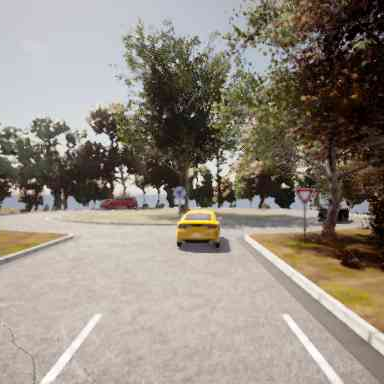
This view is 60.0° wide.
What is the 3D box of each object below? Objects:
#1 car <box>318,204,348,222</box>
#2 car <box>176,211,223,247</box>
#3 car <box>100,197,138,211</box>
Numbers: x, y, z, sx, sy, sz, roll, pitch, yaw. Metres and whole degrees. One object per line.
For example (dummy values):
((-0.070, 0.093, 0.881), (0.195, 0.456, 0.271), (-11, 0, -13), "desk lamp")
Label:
((12.540, 1.772, 29.477), (1.882, 1.535, 5.008), (1, 0, 33), "car")
((0.436, 1.639, 16.124), (1.882, 1.535, 5.008), (0, -1, 5), "car")
((-11.004, 1.724, 50.368), (5.566, 2.045, 2.150), (1, -2, -32), "car")
